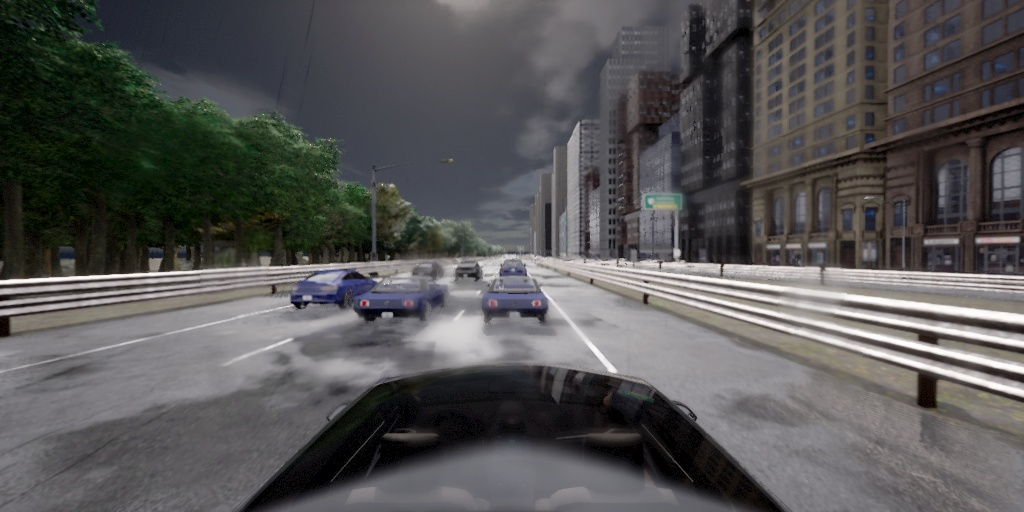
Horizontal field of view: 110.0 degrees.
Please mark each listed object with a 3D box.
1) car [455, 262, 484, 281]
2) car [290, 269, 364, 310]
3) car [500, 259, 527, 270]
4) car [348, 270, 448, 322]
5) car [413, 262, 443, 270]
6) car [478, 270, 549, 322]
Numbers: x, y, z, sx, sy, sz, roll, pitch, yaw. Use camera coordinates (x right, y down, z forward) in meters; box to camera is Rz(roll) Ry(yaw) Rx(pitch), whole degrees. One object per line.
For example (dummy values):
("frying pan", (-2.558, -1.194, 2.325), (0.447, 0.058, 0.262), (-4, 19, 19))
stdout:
("car", (-3.414, 1.197, 28.934), (1.837, 1.490, 4.892), (0, 0, 0))
("car", (-6.913, 1.246, 14.426), (1.812, 1.442, 4.674), (0, 0, 0))
("car", (0.085, 1.045, 28.550), (2.097, 1.767, 4.553), (0, 0, 0))
("car", (-3.411, 1.326, 12.065), (1.895, 1.301, 4.718), (0, 0, 0))
("car", (-6.913, 1.216, 29.789), (1.812, 1.442, 4.674), (0, 0, 0))
("car", (0.090, 1.326, 12.055), (1.895, 1.301, 4.718), (0, 0, 0))
